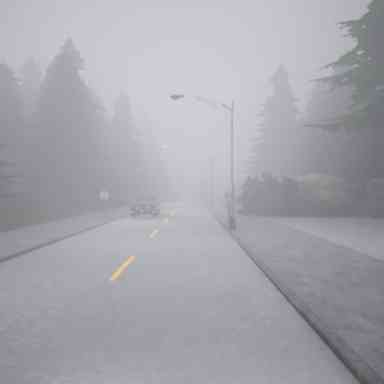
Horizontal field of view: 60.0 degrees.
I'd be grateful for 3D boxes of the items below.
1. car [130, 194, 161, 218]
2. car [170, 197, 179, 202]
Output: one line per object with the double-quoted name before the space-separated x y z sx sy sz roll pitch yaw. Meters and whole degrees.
"car" -4.100 1.218 30.059 2.150 2.045 5.566 0 0 0
"car" -3.938 1.729 74.006 1.895 1.301 4.718 0 0 0
